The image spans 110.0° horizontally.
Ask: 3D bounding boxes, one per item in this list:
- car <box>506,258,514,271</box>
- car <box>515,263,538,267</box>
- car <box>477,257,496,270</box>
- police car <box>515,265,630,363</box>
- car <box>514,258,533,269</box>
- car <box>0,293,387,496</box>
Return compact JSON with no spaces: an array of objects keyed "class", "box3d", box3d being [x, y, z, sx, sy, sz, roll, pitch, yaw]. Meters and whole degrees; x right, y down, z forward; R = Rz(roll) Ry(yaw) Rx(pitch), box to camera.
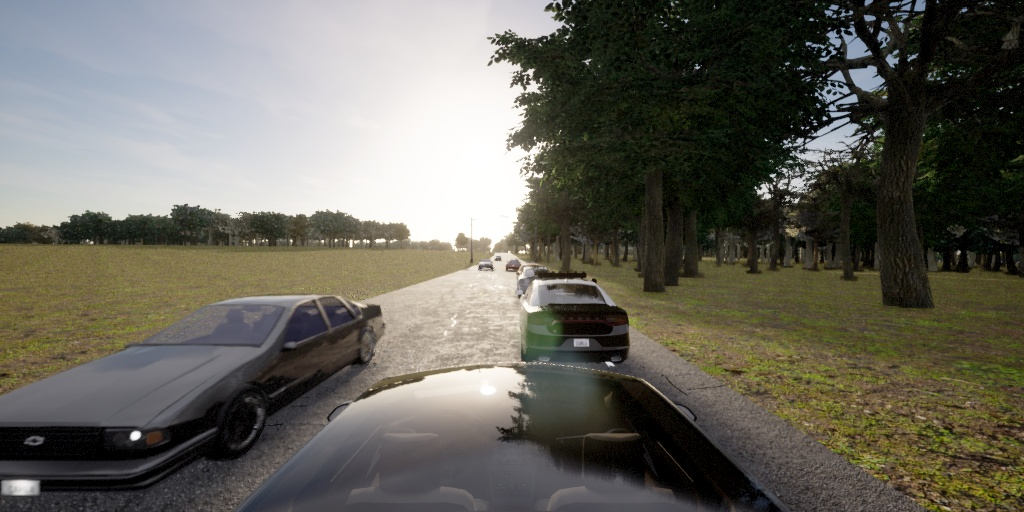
[{"class":"car","box3d":[0.209,1.150,46.562,1.994,1.385,4.181,0,0,2]},{"class":"car","box3d":[1.188,1.247,18.167,1.812,1.442,4.674,0,0,0]},{"class":"car","box3d":[-3.413,1.109,47.204,1.812,1.442,4.674,0,0,0]},{"class":"police car","box3d":[1.121,1.168,8.271,1.930,1.638,5.238,0,0,0]},{"class":"car","box3d":[1.216,1.155,24.360,1.801,1.575,5.366,0,0,0]},{"class":"car","box3d":[-3.555,1.294,5.270,2.033,1.411,5.357,0,0,0]}]
